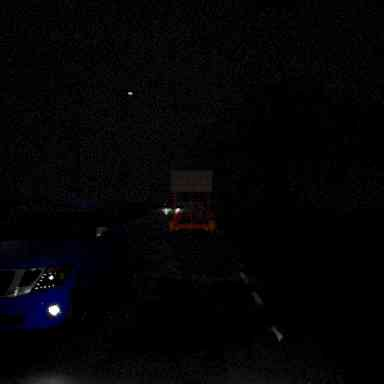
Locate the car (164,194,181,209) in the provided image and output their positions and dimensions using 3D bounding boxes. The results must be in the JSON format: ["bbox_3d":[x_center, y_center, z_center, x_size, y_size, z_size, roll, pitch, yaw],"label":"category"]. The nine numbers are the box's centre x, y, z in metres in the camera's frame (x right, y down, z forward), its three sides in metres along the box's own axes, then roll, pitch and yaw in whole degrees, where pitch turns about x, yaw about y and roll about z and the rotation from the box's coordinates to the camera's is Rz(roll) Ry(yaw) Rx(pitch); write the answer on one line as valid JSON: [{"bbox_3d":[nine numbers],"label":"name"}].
[{"bbox_3d":[-2.826,1.334,49.051,2.150,2.045,5.566,0,0,0],"label":"car"}]

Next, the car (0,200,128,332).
[{"bbox_3d":[-2.848,1.225,7.203,2.150,2.045,5.566,0,0,0],"label":"car"}]

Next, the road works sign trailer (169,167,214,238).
[{"bbox_3d":[-0.015,0.475,17.878,2.380,3.560,2.880,0,0,0],"label":"road works sign trailer"}]
